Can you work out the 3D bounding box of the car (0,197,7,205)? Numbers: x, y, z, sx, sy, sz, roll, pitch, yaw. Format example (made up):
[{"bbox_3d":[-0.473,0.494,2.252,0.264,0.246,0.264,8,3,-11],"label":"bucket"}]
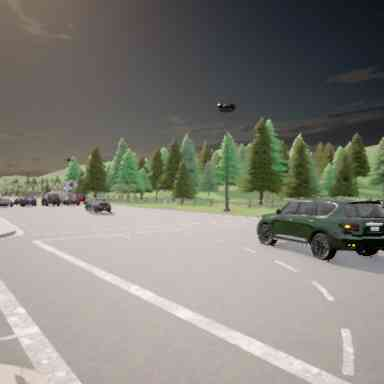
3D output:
[{"bbox_3d":[-36.014,1.705,62.540,1.837,1.490,4.892,0,0,-34],"label":"car"}]

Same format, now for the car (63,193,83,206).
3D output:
[{"bbox_3d":[-22.040,1.527,60.562,2.097,1.767,4.553,0,0,-34],"label":"car"}]

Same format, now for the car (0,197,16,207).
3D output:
[{"bbox_3d":[-30.975,1.744,55.206,1.994,1.385,4.181,0,0,-34],"label":"car"}]

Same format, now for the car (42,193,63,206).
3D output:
[{"bbox_3d":[-24.859,1.400,58.498,2.150,2.045,5.566,0,0,-34],"label":"car"}]

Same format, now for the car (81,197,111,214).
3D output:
[{"bbox_3d":[-10.623,1.608,37.446,1.837,1.490,4.892,0,0,-34],"label":"car"}]

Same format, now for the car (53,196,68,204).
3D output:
[{"bbox_3d":[-26.722,1.584,67.536,1.994,1.385,4.181,0,0,-34],"label":"car"}]

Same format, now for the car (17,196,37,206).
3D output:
[{"bbox_3d":[-28.221,1.532,57.384,2.097,1.767,4.553,0,0,-34],"label":"car"}]

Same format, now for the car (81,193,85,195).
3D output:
[{"bbox_3d":[-23.834,1.256,69.512,2.150,2.045,5.566,0,0,-34],"label":"car"}]

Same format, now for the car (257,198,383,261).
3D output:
[{"bbox_3d":[4.703,1.242,12.764,2.150,2.045,5.566,1,-1,-20],"label":"car"}]

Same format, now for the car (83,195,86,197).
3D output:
[{"bbox_3d":[-18.704,1.736,61.873,1.994,1.385,4.181,0,0,-34],"label":"car"}]
